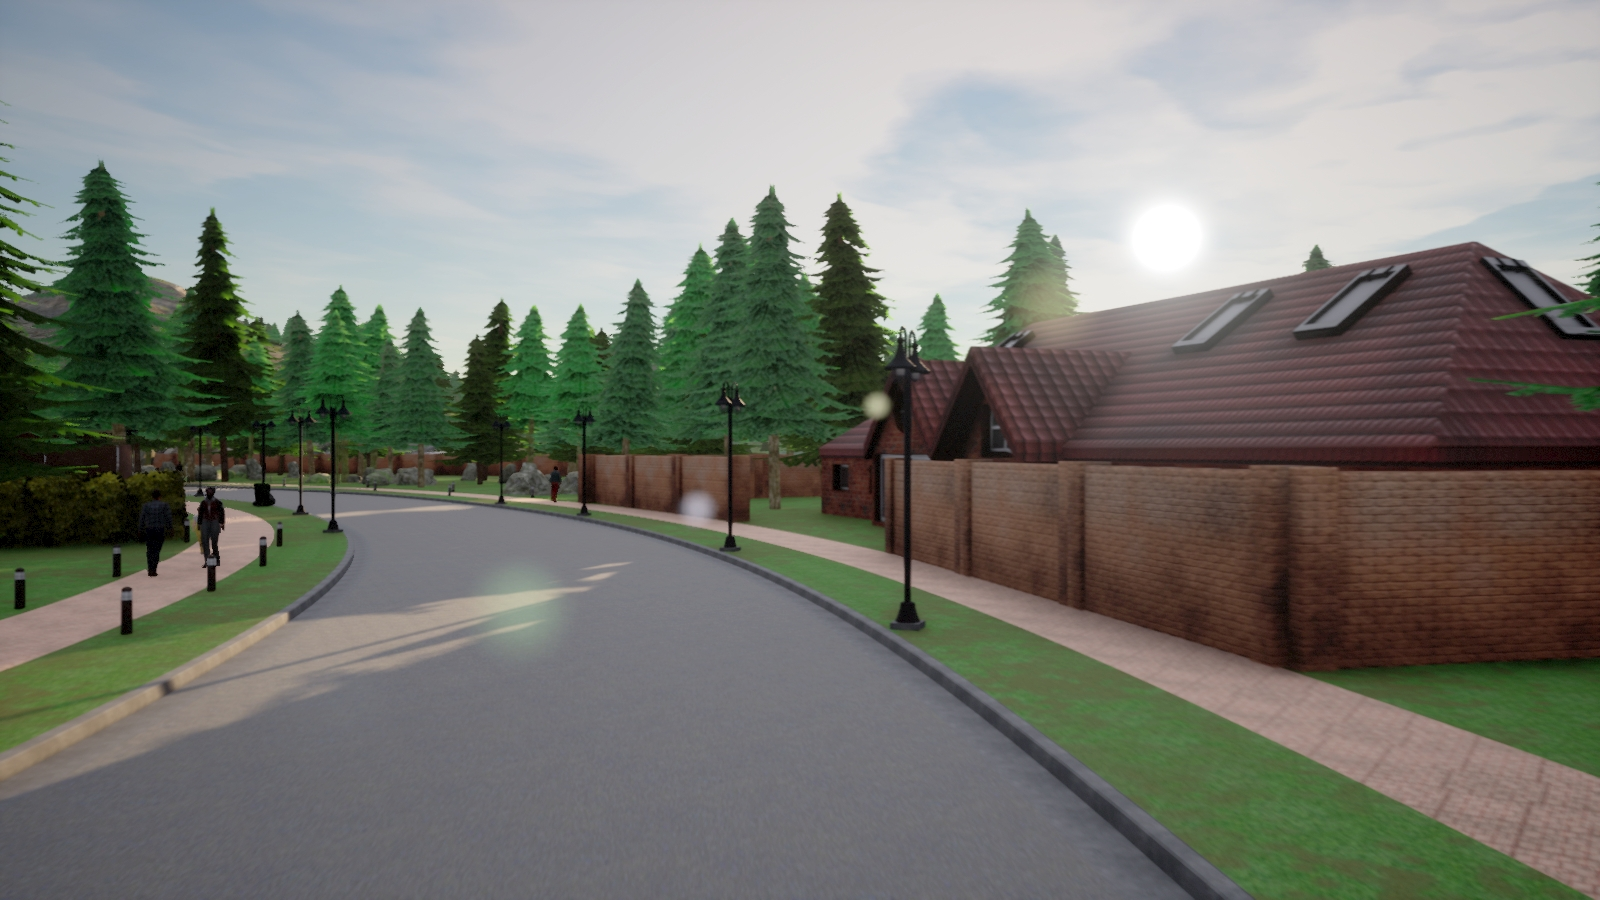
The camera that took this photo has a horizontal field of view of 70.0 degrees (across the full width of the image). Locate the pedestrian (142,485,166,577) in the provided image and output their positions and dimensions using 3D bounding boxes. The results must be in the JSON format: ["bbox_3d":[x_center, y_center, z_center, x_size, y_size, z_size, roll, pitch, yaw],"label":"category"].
[{"bbox_3d":[-13.356,1.667,23.625,0.375,1.860,0.375,0,0,-19],"label":"pedestrian"}]

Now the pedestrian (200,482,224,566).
[{"bbox_3d":[-13.268,1.668,25.772,0.375,1.860,0.375,0,0,-7],"label":"pedestrian"}]

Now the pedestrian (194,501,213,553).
[{"bbox_3d":[-15.181,1.948,29.081,0.375,1.300,0.375,0,0,-17],"label":"pedestrian"}]

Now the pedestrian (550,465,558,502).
[{"bbox_3d":[-12.250,1.672,56.911,0.375,1.860,0.375,0,0,-17],"label":"pedestrian"}]
